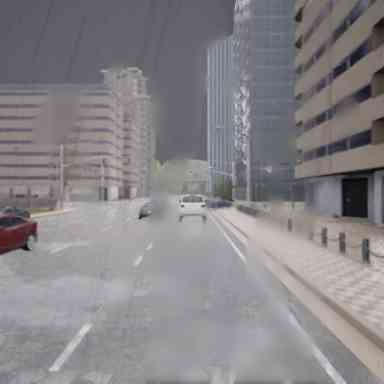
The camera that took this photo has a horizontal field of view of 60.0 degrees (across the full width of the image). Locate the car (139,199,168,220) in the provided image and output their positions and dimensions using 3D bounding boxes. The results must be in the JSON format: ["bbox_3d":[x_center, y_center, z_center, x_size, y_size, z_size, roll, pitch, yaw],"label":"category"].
[{"bbox_3d":[-3.395,1.586,28.830,1.994,1.385,4.181,0,0,0],"label":"car"}]

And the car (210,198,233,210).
[{"bbox_3d":[3.400,1.502,43.295,4.674,1.442,1.812,0,-1,-43],"label":"car"}]

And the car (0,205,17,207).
[{"bbox_3d":[-10.534,1.505,17.931,2.128,1.511,4.902,0,0,1],"label":"car"}]

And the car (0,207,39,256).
[{"bbox_3d":[-7.074,1.486,11.286,1.882,1.535,5.008,0,0,0],"label":"car"}]

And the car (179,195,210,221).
[{"bbox_3d":[0.072,1.242,27.649,2.150,2.045,5.566,0,0,0],"label":"car"}]
